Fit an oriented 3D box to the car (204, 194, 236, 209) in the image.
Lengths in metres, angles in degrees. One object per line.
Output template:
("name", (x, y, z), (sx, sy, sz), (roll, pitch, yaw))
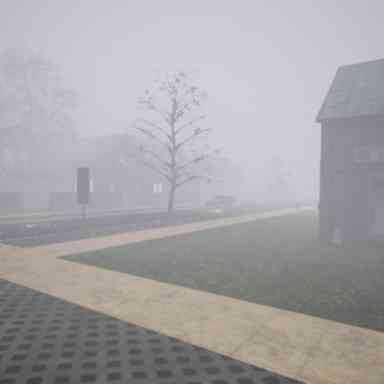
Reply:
("car", (3.216, 1.037, 37.084), (1.837, 1.490, 4.892), (2, 2, 34))
